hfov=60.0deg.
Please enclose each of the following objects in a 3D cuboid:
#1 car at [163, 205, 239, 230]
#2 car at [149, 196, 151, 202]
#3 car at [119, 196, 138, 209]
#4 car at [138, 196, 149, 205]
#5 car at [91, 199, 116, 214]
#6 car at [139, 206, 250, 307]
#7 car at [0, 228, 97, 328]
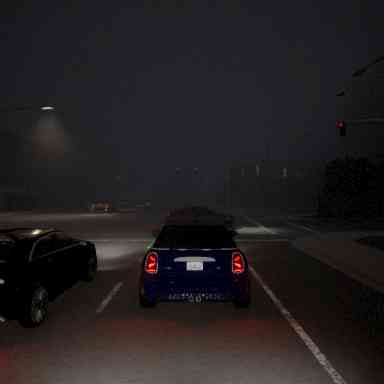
[{"bbox_3d":[0.569,1.631,21.961,4.674,1.442,1.812,0,0,21],"label":"car"},{"bbox_3d":[-10.646,1.661,77.888,2.128,1.511,4.902,0,1,0],"label":"car"},{"bbox_3d":[-10.689,1.868,54.547,1.882,1.535,5.008,0,0,0],"label":"car"},{"bbox_3d":[-10.642,1.634,67.493,2.097,1.767,4.553,0,1,0],"label":"car"},{"bbox_3d":[-10.675,1.660,40.279,2.097,1.767,4.553,0,0,0],"label":"car"},{"bbox_3d":[0.058,1.364,8.133,2.097,1.767,4.553,0,0,0],"label":"car"},{"bbox_3d":[-3.447,1.503,6.993,2.128,1.511,4.902,0,0,0],"label":"car"}]
